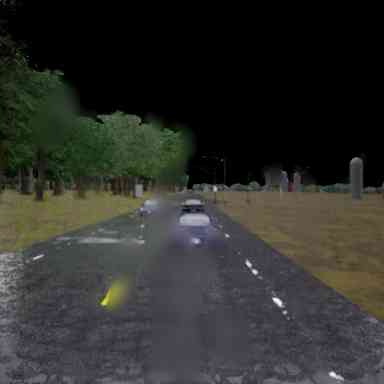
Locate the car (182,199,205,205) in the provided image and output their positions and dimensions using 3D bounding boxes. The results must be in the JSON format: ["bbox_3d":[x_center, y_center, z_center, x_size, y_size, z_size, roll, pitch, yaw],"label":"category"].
[{"bbox_3d":[0.101,1.369,29.414,1.882,1.535,5.008,0,0,0],"label":"car"}]

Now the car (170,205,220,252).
[{"bbox_3d":[0.097,1.492,13.591,1.812,1.442,4.674,0,0,0],"label":"car"}]

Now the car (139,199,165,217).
[{"bbox_3d":[-3.590,1.412,30.395,1.812,1.442,4.674,0,0,0],"label":"car"}]
